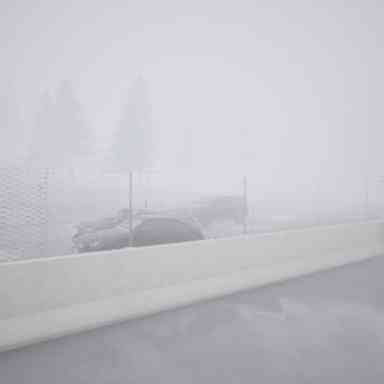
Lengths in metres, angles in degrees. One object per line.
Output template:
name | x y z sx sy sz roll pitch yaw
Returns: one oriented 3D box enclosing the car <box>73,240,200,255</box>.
car | -1.686 1.549 11.553 4.674 1.442 1.812 0 0 -37
